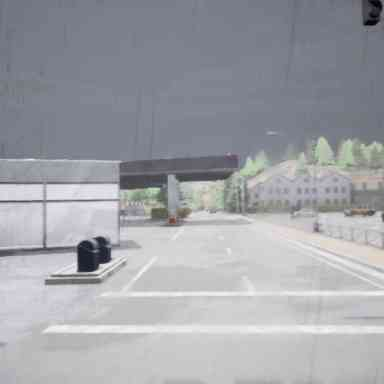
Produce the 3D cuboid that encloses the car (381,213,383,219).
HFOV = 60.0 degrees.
[{"bbox_3d":[25.006,2.572,39.438,4.514,1.523,2.007,-1,-3,2],"label":"car"}]

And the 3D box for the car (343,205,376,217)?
[{"bbox_3d":[26.090,2.915,51.865,4.605,1.855,1.932,-1,-3,2],"label":"car"}]

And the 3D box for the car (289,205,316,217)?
[{"bbox_3d":[18.326,3.222,55.378,3.866,1.878,1.905,-1,-3,2],"label":"car"}]

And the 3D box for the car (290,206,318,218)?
[{"bbox_3d":[17.621,3.371,52.063,3.806,1.475,1.970,-1,-3,2],"label":"car"}]
